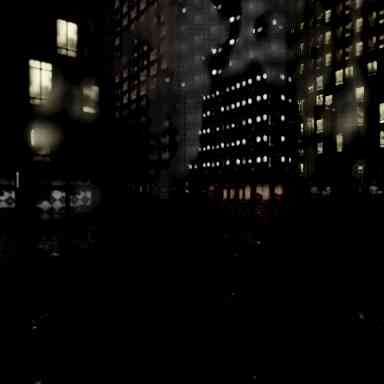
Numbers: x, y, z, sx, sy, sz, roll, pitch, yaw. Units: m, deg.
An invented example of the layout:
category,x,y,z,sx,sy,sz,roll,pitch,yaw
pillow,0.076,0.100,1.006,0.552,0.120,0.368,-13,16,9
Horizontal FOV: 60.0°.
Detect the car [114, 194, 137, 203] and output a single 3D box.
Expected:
category,x,y,z,sx,sy,sz,roll,pitch,yaw
car,-10.298,1.019,51.233,1.895,1.301,4.718,0,1,-36
